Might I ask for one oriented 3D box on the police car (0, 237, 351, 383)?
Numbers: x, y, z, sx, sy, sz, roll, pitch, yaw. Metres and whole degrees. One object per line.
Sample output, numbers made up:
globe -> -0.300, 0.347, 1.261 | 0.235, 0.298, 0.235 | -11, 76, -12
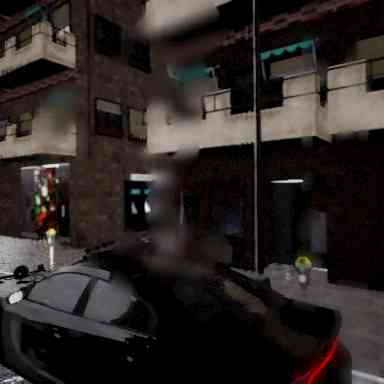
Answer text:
police car -> -0.938, 1.424, 4.089 | 5.238, 1.638, 1.930 | 0, 0, 36
